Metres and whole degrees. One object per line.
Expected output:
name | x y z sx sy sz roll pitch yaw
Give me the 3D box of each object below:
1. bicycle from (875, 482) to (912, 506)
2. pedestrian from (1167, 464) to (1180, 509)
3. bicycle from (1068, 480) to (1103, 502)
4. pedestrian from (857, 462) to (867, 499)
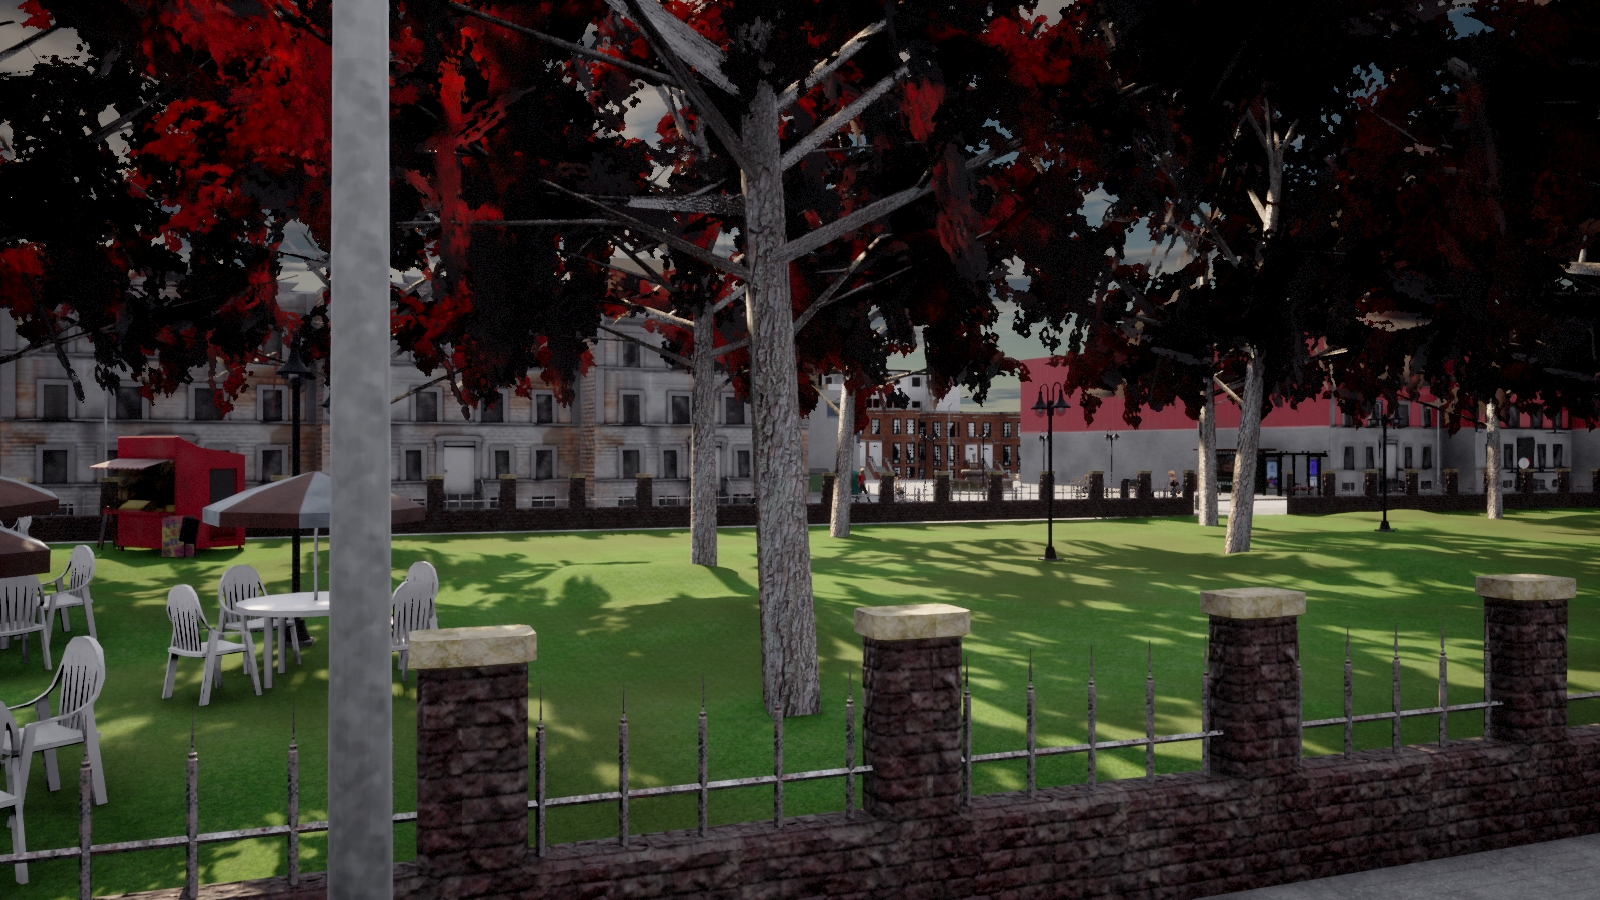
bicycle | 4.376 2.045 53.606 1.487 1.080 0.859 0 0 -20
pedestrian | 15.840 1.538 48.420 0.375 1.860 0.375 0 0 -16
bicycle | 14.302 2.049 57.249 1.487 1.080 0.859 0 0 -20
pedestrian | 3.092 1.534 57.369 0.375 1.860 0.375 0 0 -24
